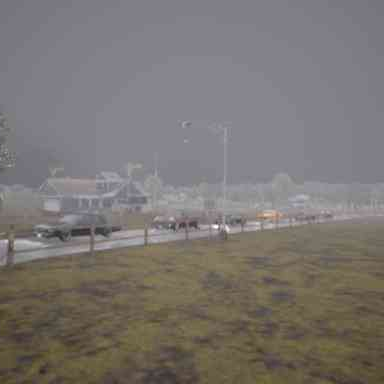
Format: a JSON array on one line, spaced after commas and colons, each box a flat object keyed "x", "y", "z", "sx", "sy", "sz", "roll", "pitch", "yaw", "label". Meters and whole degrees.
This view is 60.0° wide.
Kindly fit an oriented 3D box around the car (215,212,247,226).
[{"x": 4.151, "y": 2.805, "z": 35.246, "sx": 1.994, "sy": 1.385, "sz": 4.181, "roll": 0, "pitch": -2, "yaw": 35, "label": "car"}]

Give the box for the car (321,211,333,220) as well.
[{"x": 21.982, "y": 3.855, "z": 55.209, "sx": 1.882, "sy": 1.535, "sz": 5.008, "roll": 0, "pitch": -2, "yaw": 35, "label": "car"}]

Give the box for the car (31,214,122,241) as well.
[{"x": -6.664, "y": 2.037, "z": 19.989, "sx": 2.033, "sy": 1.411, "sz": 5.357, "roll": 0, "pitch": -2, "yaw": 34, "label": "car"}]

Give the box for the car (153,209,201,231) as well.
[{"x": -1.170, "y": 2.220, "z": 27.778, "sx": 2.097, "sy": 1.767, "sz": 4.553, "roll": 0, "pitch": -2, "yaw": 35, "label": "car"}]

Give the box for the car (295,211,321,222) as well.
[{"x": 16.041, "y": 3.430, "z": 46.866, "sx": 2.128, "sy": 1.511, "sz": 4.902, "roll": 0, "pitch": -2, "yaw": 36, "label": "car"}]

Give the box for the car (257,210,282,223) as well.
[{"x": 10.222, "y": 3.155, "z": 43.714, "sx": 1.882, "sy": 1.535, "sz": 5.008, "roll": 0, "pitch": -3, "yaw": 36, "label": "car"}]
